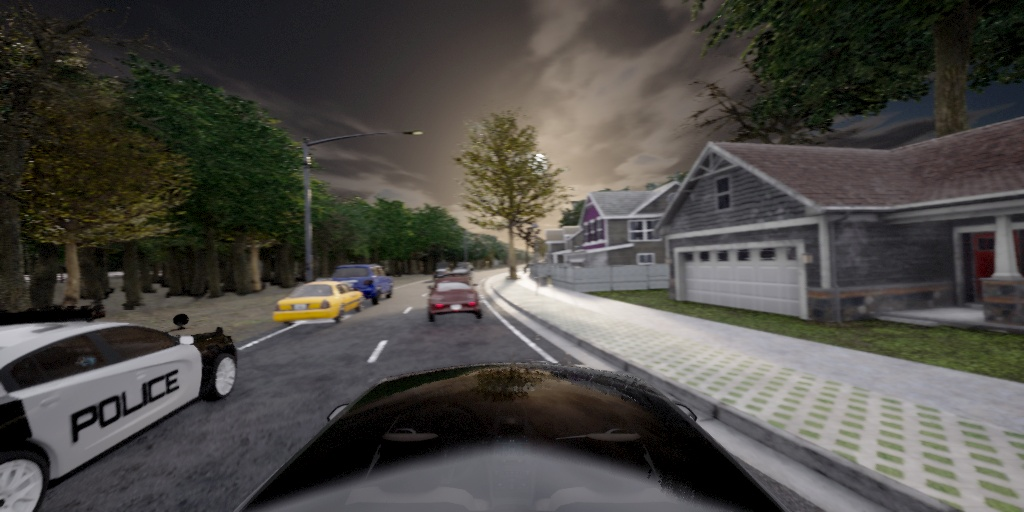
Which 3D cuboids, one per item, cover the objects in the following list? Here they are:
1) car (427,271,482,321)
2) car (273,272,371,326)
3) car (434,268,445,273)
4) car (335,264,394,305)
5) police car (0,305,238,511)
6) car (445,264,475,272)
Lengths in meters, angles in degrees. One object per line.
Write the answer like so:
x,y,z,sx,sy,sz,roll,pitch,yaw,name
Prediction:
-2.240,1.517,13.780,1.812,1.442,4.674,-2,-1,-11,car
-7.035,1.608,13.678,1.801,1.575,5.366,-2,-1,-10,car
-8.238,2.130,43.389,1.812,1.442,4.674,-2,-1,2,car
-7.955,1.487,19.420,2.150,2.045,5.566,-2,-1,-8,car
-4.957,1.371,3.864,1.930,1.638,5.238,-2,-1,-14,police car
-4.407,1.788,31.678,1.882,1.535,5.008,-2,-1,-4,car
